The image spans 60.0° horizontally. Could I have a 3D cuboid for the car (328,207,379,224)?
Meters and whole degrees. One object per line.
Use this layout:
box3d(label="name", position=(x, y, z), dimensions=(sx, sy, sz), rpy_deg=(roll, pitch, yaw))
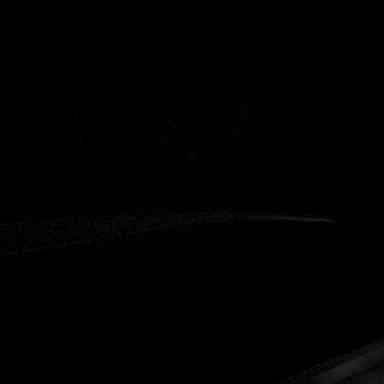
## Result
box3d(label="car", position=(13.807, 1.866, 27.412), dimensions=(4.718, 1.301, 1.895), rpy_deg=(0, 0, 36))
